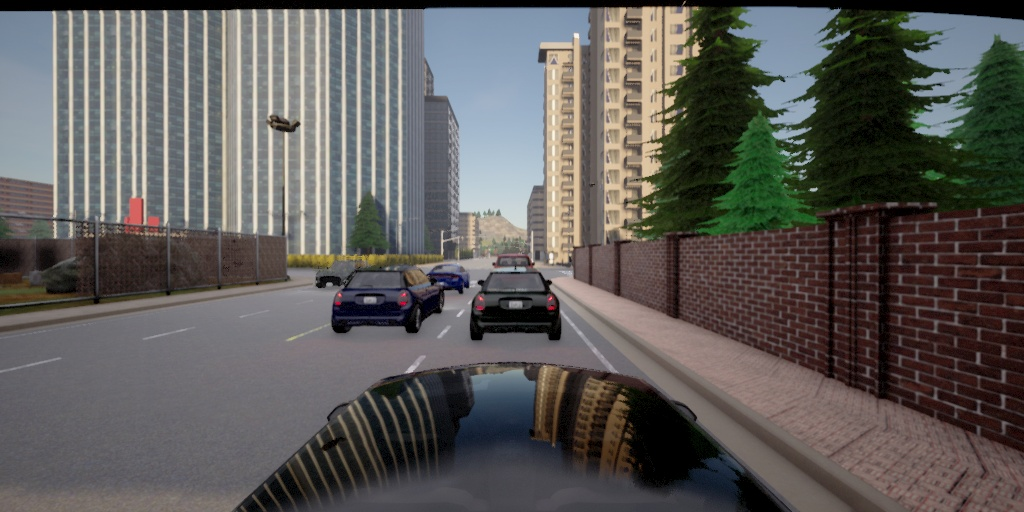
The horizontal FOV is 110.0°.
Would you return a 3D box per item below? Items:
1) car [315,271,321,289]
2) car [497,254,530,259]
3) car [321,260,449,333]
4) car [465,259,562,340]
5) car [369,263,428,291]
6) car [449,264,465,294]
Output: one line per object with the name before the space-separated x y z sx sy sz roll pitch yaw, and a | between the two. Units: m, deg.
car | -10.527 1.050 22.902 2.097 1.767 4.553 0 0 0
car | 0.085 0.919 19.388 2.150 2.045 5.566 0 0 0
car | -3.416 1.075 10.753 2.097 1.767 4.553 0 0 0
car | 0.083 1.077 10.004 2.097 1.767 4.553 0 0 0
car | -7.027 1.238 22.877 2.033 1.411 5.357 0 0 0
car | -3.440 1.174 19.760 1.882 1.535 5.008 0 0 -1
